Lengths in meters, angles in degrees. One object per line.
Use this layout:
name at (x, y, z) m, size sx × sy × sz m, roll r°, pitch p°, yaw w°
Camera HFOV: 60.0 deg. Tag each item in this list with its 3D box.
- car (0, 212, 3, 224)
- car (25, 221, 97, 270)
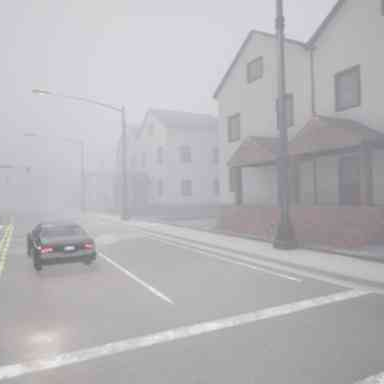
car at (-19.150, 2.321, 31.586) m, size 1.812 × 1.442 × 4.674 m, roll -1°, pitch -1°, yaw -27°
car at (-4.921, 1.792, 12.176) m, size 2.033 × 1.411 × 5.357 m, roll -1°, pitch -1°, yaw -30°
